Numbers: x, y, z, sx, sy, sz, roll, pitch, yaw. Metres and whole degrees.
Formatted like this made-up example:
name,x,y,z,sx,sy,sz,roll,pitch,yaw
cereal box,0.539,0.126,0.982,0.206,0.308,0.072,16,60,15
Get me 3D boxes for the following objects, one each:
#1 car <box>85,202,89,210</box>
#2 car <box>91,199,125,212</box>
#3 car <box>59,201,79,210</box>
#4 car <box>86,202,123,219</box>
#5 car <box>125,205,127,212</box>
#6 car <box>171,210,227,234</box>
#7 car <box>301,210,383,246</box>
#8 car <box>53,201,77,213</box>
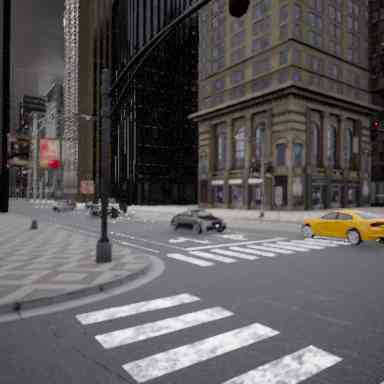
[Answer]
name,x,y,z,sx,sy,sz,roll,pitch,yaw
car,-17.324,2.383,58.263,1.837,1.490,4.892,1,-1,-35
car,-11.420,1.890,44.318,2.150,2.045,5.566,1,-1,-35
car,-22.104,2.385,59.599,2.128,1.511,4.902,1,-1,-35
car,-9.310,2.090,35.284,1.994,1.385,4.181,1,-1,-35
car,-11.332,2.259,49.778,1.837,1.490,4.892,1,-1,-34
car,0.367,1.854,21.426,1.994,1.385,4.181,1,-1,-35
car,7.510,1.632,16.370,1.882,1.535,5.008,2,-2,-21
car,-19.328,2.160,49.787,2.097,1.767,4.553,1,-1,-35
